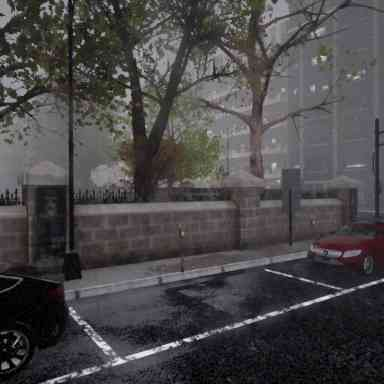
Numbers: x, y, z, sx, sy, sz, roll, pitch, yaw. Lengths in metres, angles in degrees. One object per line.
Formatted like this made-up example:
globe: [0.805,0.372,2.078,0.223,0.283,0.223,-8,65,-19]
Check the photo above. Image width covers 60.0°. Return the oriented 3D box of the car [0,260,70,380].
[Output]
car: [-3.723,1.566,3.936,4.313,1.339,1.947,0,0,-35]

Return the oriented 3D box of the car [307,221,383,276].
car: [5.356,1.581,10.269,4.206,1.307,1.802,0,0,-35]
